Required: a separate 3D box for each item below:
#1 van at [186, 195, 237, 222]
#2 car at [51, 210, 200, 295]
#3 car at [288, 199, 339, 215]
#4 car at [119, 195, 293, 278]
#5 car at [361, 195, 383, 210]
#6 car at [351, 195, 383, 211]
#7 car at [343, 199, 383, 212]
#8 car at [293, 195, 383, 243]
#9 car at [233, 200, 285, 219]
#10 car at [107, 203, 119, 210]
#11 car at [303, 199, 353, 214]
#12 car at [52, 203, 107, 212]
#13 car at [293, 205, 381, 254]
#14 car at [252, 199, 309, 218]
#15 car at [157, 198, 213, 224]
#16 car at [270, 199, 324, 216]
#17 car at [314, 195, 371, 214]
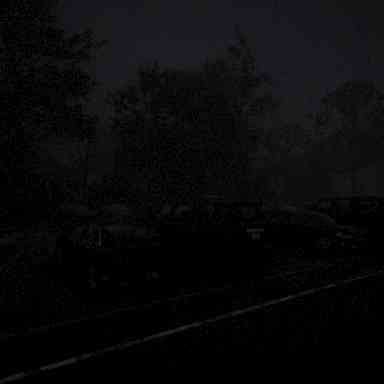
[{"bbox_3d":[1.493,1.267,27.699,1.878,1.987,4.442,0,0,-35],"label":"van"},{"bbox_3d":[-2.207,1.464,8.854,2.231,1.521,4.892,0,0,-35],"label":"car"},{"bbox_3d":[12.912,1.595,35.674,2.163,1.488,4.792,0,0,-36],"label":"car"},{"bbox_3d":[0.055,1.211,10.507,2.435,2.045,5.566,0,0,-35],"label":"car"},{"bbox_3d":[26.406,1.426,45.319,2.435,2.045,5.566,1,0,-36],"label":"car"},{"bbox_3d":[24.241,1.404,43.771,2.435,2.045,5.566,1,0,-36],"label":"car"},{"bbox_3d":[21.858,1.672,42.101,2.002,1.452,4.674,0,0,-36],"label":"car"},{"bbox_3d":[6.905,1.230,15.386,2.435,2.045,5.566,0,0,-35],"label":"car"},{"bbox_3d":[6.097,1.562,30.839,2.002,1.452,4.674,0,0,-36],"label":"car"},{"bbox_3d":[-5.240,1.506,22.761,2.002,1.452,4.674,0,0,-35],"label":"car"},{"bbox_3d":[15.144,1.609,37.341,2.163,1.488,4.792,0,0,-36],"label":"car"},{"bbox_3d":[-7.512,1.463,21.147,2.097,1.535,5.008,0,0,-35],"label":"car"},{"bbox_3d":[4.633,1.472,13.739,2.231,1.521,4.892,0,0,-35],"label":"car"},{"bbox_3d":[8.470,1.533,32.308,1.946,1.575,5.366,0,0,-36],"label":"car"},{"bbox_3d":[-0.686,1.356,25.965,2.185,1.767,4.553,0,0,-35],"label":"car"},{"bbox_3d":[10.632,1.551,34.075,2.097,1.535,5.008,0,0,-36],"label":"car"},{"bbox_3d":[17.443,1.344,38.914,2.435,2.045,5.566,0,0,-36],"label":"car"}]
